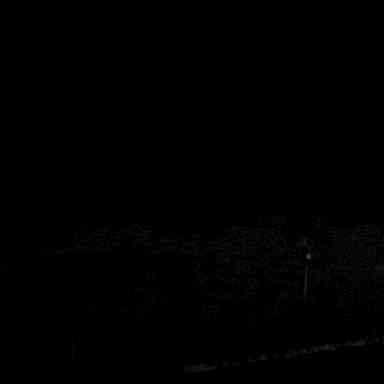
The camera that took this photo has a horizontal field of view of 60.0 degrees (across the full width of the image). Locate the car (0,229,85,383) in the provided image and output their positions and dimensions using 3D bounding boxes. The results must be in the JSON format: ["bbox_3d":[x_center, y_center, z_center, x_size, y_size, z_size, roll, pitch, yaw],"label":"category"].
[{"bbox_3d":[-3.042,1.134,1.422,5.009,1.841,2.192,1,2,-19],"label":"car"}]
